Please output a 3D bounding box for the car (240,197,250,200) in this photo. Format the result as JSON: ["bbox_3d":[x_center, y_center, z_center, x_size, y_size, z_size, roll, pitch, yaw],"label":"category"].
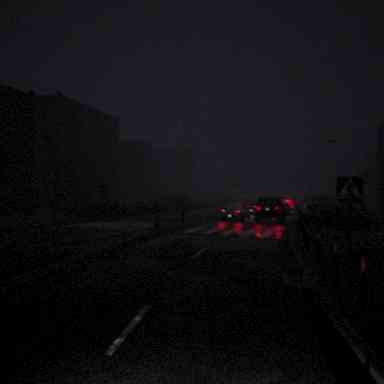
[{"bbox_3d":[7.133,1.718,38.257,1.837,1.490,4.892,1,0,20],"label":"car"}]

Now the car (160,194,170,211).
[{"bbox_3d":[-5.471,1.398,39.992,4.553,1.767,2.185,1,0,19],"label":"car"}]

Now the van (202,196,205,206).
[{"bbox_3d":[-0.796,1.326,52.966,4.442,1.987,1.878,1,0,19],"label":"van"}]

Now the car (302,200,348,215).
[{"bbox_3d":[15.691,1.791,39.479,5.008,1.535,2.097,1,0,19],"label":"car"}]

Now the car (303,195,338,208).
[{"bbox_3d":[22.179,1.571,57.687,5.566,2.045,2.435,1,0,20],"label":"car"}]

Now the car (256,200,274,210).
[{"bbox_3d":[10.541,1.824,48.004,1.895,1.301,4.718,1,0,20],"label":"car"}]

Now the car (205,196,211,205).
[{"bbox_3d":[0.005,1.555,55.607,5.008,1.535,2.097,1,0,19],"label":"car"}]

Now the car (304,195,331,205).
[{"bbox_3d":[27.693,1.635,73.425,5.566,2.045,2.435,1,0,20],"label":"car"}]

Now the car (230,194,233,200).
[{"bbox_3d":[5.526,1.609,71.201,4.892,1.521,2.231,1,0,19],"label":"car"}]

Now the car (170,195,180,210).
[{"bbox_3d":[-4.588,1.533,42.609,4.892,1.521,2.231,1,0,19],"label":"car"}]

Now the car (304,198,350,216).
[{"bbox_3d":[14.758,1.663,36.729,4.553,1.767,2.185,1,0,20],"label":"car"}]

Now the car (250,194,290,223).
[{"bbox_3d":[6.643,1.429,27.862,2.150,2.045,5.566,1,0,20],"label":"car"}]

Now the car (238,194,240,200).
[{"bbox_3d":[8.276,1.688,79.000,4.674,1.452,2.002,1,0,19],"label":"car"}]

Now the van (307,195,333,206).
[{"bbox_3d":[24.118,1.615,62.896,4.442,1.987,1.878,1,0,19],"label":"van"}]

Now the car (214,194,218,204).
[{"bbox_3d":[1.819,1.443,60.815,4.553,1.767,2.185,1,0,19],"label":"car"}]

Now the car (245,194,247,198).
[{"bbox_3d":[11.002,1.727,86.811,4.792,1.488,2.163,1,0,19],"label":"car"}]

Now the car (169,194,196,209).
[{"bbox_3d":[-2.769,1.289,47.814,5.566,2.045,2.435,1,0,19],"label":"car"}]

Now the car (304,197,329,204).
[{"bbox_3d":[29.396,1.913,78.715,5.366,1.575,1.946,1,0,20],"label":"car"}]

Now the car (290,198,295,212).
[{"bbox_3d":[10.062,1.742,37.546,2.128,1.511,4.902,1,0,20],"label":"car"}]

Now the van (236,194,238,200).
[{"bbox_3d":[7.511,1.410,76.480,4.442,1.987,1.878,1,0,19],"label":"van"}]

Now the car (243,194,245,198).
[{"bbox_3d":[10.117,1.681,84.198,4.892,1.521,2.231,1,0,19],"label":"car"}]

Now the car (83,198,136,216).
[{"bbox_3d":[-8.228,1.360,32.189,4.553,1.767,2.185,1,0,19],"label":"car"}]

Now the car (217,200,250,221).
[{"bbox_3d":[3.826,1.697,28.880,1.812,1.442,4.674,1,0,20],"label":"car"}]

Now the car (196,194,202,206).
[{"bbox_3d":[-1.652,1.545,50.344,5.366,1.575,1.946,1,0,19],"label":"car"}]

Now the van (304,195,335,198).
[{"bbox_3d":[12.805,1.550,31.654,4.442,1.987,1.878,1,0,20],"label":"van"}]

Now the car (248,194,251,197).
[{"bbox_3d":[12.861,1.737,92.003,5.008,1.535,2.097,1,0,19],"label":"car"}]

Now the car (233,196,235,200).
[{"bbox_3d":[6.444,1.621,73.800,4.892,1.521,2.231,1,0,19],"label":"car"}]

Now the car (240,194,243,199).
[{"bbox_3d":[9.018,1.658,81.664,5.366,1.575,1.946,1,0,19],"label":"car"}]

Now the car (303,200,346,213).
[{"bbox_3d":[16.589,1.795,41.977,4.892,1.521,2.231,1,0,20],"label":"car"}]

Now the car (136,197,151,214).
[{"bbox_3d":[-7.344,1.501,34.805,5.008,1.535,2.097,1,0,19],"label":"car"}]

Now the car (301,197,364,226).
[{"bbox_3d":[11.973,1.637,28.863,4.553,1.767,2.185,1,0,19],"label":"car"}]

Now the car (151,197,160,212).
[{"bbox_3d":[-6.419,1.552,37.401,4.674,1.452,2.002,1,0,19],"label":"car"}]

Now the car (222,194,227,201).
[{"bbox_3d":[3.689,1.587,66.002,4.892,1.521,2.231,1,0,19],"label":"car"}]

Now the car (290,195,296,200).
[{"bbox_3d":[13.597,1.485,47.635,2.150,2.045,5.566,1,0,20],"label":"car"}]

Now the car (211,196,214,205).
[{"bbox_3d":[0.900,1.435,58.215,4.553,1.767,2.185,1,0,19],"label":"car"}]

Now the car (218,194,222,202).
[{"bbox_3d":[2.796,1.451,63.394,4.553,1.767,2.185,1,0,19],"label":"car"}]

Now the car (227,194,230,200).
[{"bbox_3d":[4.608,1.597,68.602,4.892,1.521,2.231,1,0,19],"label":"car"}]

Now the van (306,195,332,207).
[{"bbox_3d":[22.970,1.602,60.356,4.442,1.987,1.878,1,0,19],"label":"van"}]

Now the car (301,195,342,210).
[{"bbox_3d":[19.384,1.553,49.965,5.566,2.045,2.435,1,0,20],"label":"car"}]
